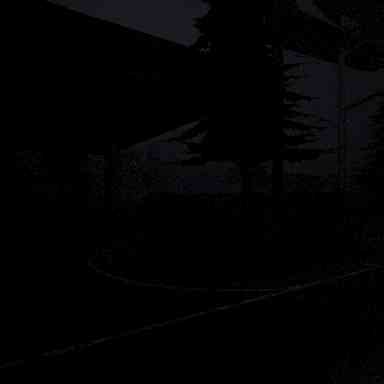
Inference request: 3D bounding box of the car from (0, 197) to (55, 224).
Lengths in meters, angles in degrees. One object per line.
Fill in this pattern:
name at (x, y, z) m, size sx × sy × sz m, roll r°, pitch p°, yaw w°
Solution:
car at (-11.918, 1.313, 23.510) m, size 3.866 × 1.878 × 1.905 m, roll 0°, pitch 0°, yaw -36°
